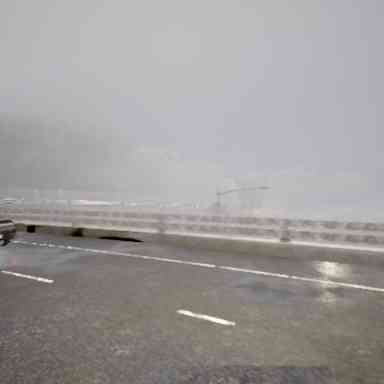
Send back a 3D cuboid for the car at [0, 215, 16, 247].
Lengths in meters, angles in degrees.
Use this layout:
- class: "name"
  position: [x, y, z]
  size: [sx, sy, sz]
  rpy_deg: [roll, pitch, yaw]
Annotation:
- class: "car"
  position: [-9.264, 1.455, 13.438]
  size: [4.902, 1.511, 2.128]
  rpy_deg: [0, 0, 28]
